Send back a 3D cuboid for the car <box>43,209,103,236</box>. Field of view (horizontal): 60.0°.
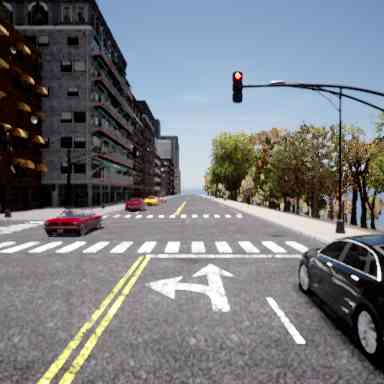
[{"bbox_3d":[-6.604,1.667,18.912,1.895,1.301,4.718,0,0,0],"label":"car"}]

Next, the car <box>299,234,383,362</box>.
[{"bbox_3d":[3.318,1.503,5.842,1.837,1.490,4.892,0,0,2],"label":"car"}]

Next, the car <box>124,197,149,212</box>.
[{"bbox_3d":[-6.568,1.473,38.738,1.882,1.535,5.008,0,0,0],"label":"car"}]

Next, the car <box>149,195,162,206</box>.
[{"bbox_3d":[-6.544,1.478,54.214,1.882,1.535,5.008,0,1,0],"label":"car"}]

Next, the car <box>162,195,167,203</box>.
[{"bbox_3d":[-6.450,1.355,69.441,2.097,1.767,4.553,0,0,0],"label":"car"}]
